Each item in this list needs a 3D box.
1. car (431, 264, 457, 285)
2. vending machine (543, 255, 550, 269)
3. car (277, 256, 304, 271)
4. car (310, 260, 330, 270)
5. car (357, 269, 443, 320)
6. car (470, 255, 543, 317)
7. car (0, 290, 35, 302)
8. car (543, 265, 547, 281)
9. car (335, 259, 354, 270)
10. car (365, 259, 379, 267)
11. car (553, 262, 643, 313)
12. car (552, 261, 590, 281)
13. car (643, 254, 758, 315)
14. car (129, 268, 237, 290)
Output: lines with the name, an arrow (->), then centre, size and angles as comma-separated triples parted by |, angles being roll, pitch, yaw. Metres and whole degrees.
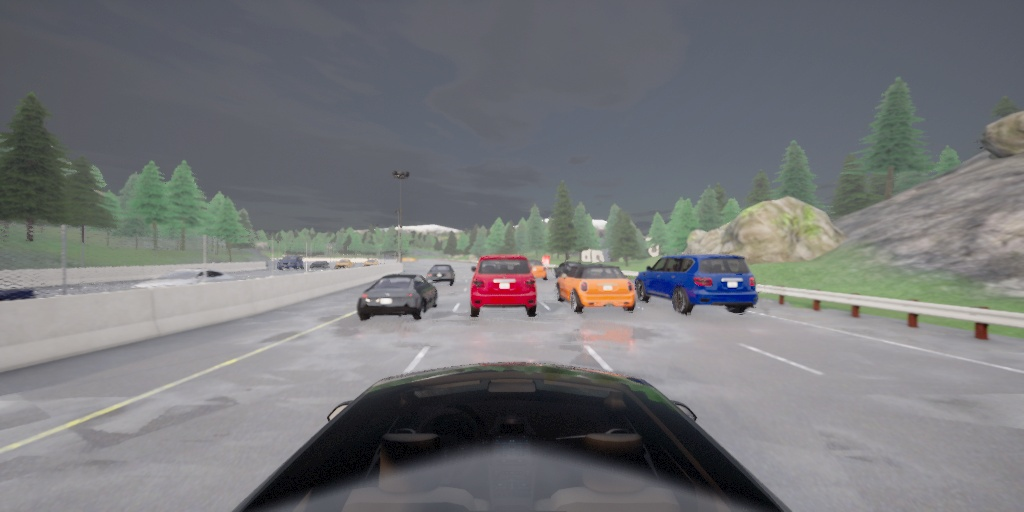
car -> -5.044, 1.293, 25.890 | 2.033, 1.411, 5.357 | 0, 0, -7
vending machine -> 5.254, 0.901, 54.850 | 1.100, 2.100, 0.880 | 0, 0, -14
car -> -31.682, 1.011, 51.580 | 2.150, 2.045, 5.566 | 0, 0, -16
car -> -28.536, 1.322, 53.522 | 2.033, 1.411, 5.357 | 0, 0, -16
car -> -3.829, 1.313, 12.647 | 1.994, 1.385, 4.181 | 0, 0, -3
car -> -0.361, 0.967, 13.399 | 2.150, 2.045, 5.566 | 0, 0, -3
car -> -17.505, 1.381, 10.171 | 1.895, 1.301, 4.718 | 0, 0, -2
car -> 1.472, 1.080, 29.995 | 2.097, 1.767, 4.553 | 0, 0, -8
car -> -24.821, 1.246, 53.297 | 1.882, 1.535, 5.008 | 0, 0, -15
car -> -22.457, 1.239, 57.566 | 1.882, 1.535, 5.008 | 0, 0, -17
car -> 3.083, 1.087, 14.122 | 2.097, 1.767, 4.553 | 0, 0, -3
car -> 4.911, 1.228, 30.737 | 1.837, 1.490, 4.892 | 0, 1, -8
car -> 6.633, 0.952, 13.676 | 2.150, 2.045, 5.566 | 0, 0, -3
car -> -14.821, 1.296, 16.503 | 1.812, 1.442, 4.674 | 0, 0, -5
